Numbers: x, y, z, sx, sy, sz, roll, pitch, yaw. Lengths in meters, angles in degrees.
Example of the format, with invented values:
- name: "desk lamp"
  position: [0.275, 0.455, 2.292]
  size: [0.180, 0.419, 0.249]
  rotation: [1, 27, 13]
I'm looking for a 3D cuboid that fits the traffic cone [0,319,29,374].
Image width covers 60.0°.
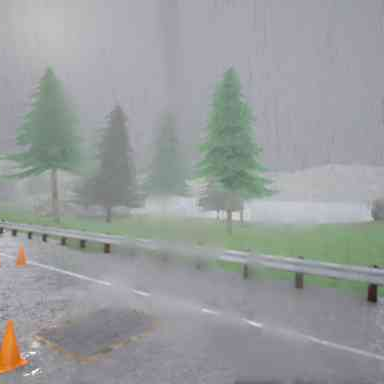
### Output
- name: "traffic cone"
  position: [-2.382, 1.967, 4.362]
  size: [0.340, 0.580, 0.340]
  rotation: [0, 0, 37]

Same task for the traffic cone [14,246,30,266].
- name: "traffic cone"
  position: [-5.321, 1.981, 10.392]
  size: [0.340, 0.580, 0.340]
  rotation: [0, 0, 37]
